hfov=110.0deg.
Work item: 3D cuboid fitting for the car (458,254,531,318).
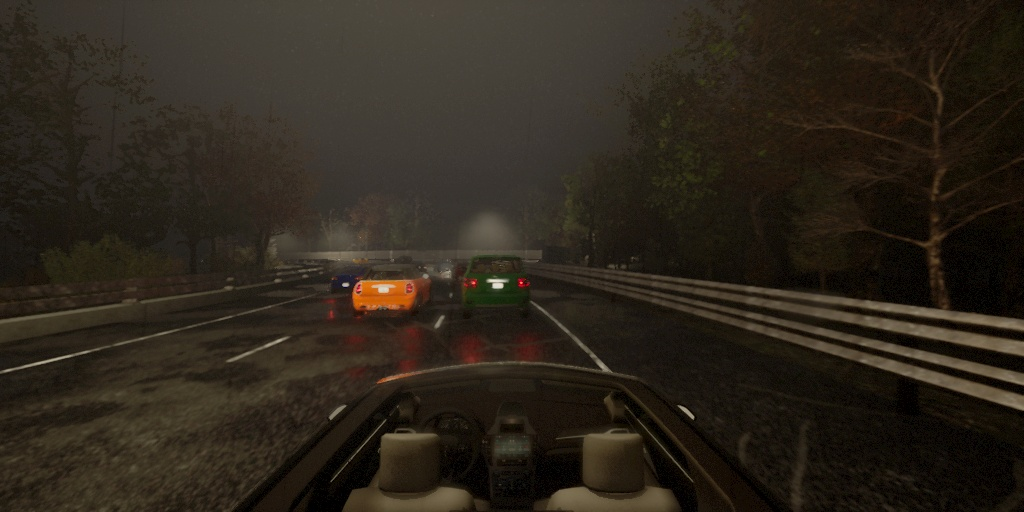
[{"bbox_3d":[-0.681,0.956,13.077,2.150,2.045,5.566,0,0,-6],"label":"car"}]

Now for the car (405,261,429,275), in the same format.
[{"bbox_3d":[-10.551,1.275,39.661,2.033,1.411,5.357,0,0,-21],"label":"car"}]

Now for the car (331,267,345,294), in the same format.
[{"bbox_3d":[-8.785,1.277,20.318,1.812,1.442,4.674,0,0,-10],"label":"car"}]

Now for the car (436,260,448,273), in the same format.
[{"bbox_3d":[-8.287,1.240,43.269,1.812,1.442,4.674,0,0,-21],"label":"car"}]

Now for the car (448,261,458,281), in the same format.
[{"bbox_3d":[-4.061,1.198,30.391,1.882,1.535,5.008,0,0,-15],"label":"car"}]

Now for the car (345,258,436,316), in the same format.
[{"bbox_3d":[-4.283,1.098,13.501,2.097,1.767,4.553,0,0,-6],"label":"car"}]
